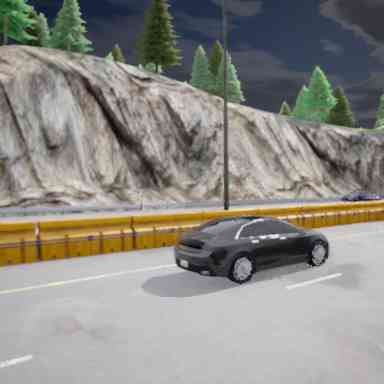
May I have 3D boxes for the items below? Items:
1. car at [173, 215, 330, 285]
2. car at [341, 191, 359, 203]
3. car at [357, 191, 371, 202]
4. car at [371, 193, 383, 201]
[{"bbox_3d":[1.820,1.394,9.257,4.892,1.490,1.837,-2,1,-34],"label":"car"},{"bbox_3d":[23.154,0.630,46.651,4.553,1.767,2.097,-1,1,-25],"label":"car"},{"bbox_3d":[24.068,0.868,43.216,4.181,1.385,1.994,-1,1,-25],"label":"car"},{"bbox_3d":[24.109,0.833,39.376,4.902,1.511,2.128,-1,1,-26],"label":"car"}]
